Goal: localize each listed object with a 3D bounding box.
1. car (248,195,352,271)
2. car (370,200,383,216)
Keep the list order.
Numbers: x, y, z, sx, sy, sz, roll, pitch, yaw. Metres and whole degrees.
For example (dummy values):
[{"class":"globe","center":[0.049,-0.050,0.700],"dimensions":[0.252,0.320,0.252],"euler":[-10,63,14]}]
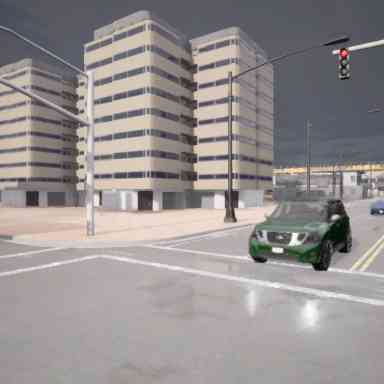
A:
[{"class":"car","center":[3.966,1.252,11.495],"dimensions":[2.150,2.045,5.566],"euler":[0,0,35]},{"class":"car","center":[18.489,1.488,32.024],"dimensions":[1.882,1.535,5.008],"euler":[0,0,35]}]
